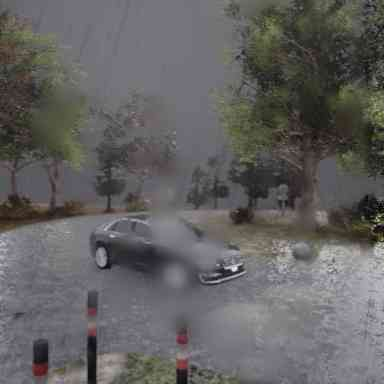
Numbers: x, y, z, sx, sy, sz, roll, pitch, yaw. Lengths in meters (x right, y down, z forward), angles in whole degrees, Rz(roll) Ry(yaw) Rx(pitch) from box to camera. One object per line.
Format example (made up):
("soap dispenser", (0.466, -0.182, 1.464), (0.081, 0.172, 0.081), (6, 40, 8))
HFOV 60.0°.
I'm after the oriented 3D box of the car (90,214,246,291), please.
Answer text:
("car", (-0.864, 1.412, 8.919), (4.892, 1.490, 1.837), (1, 1, 42))
